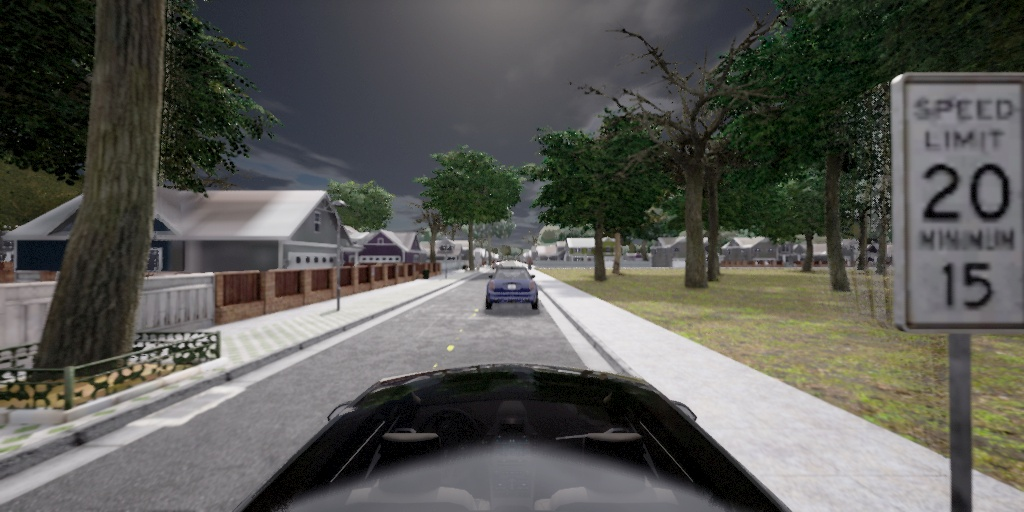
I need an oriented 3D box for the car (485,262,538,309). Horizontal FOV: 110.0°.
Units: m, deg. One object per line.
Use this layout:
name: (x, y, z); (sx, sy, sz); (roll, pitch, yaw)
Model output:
car: (0.000, 1.233, 15.926); (2.097, 1.767, 4.553); (0, -1, 0)
